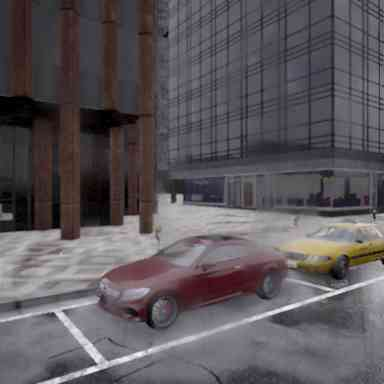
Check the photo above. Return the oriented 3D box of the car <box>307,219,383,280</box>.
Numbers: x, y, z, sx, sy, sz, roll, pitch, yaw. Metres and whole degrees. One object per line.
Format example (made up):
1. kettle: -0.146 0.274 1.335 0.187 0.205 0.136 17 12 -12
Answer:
1. car: 4.513 1.509 9.877 4.829 1.417 1.752 0 0 -36

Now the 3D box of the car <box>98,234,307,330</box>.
1. car: 0.227 1.574 6.815 4.206 1.307 1.802 0 0 -36
